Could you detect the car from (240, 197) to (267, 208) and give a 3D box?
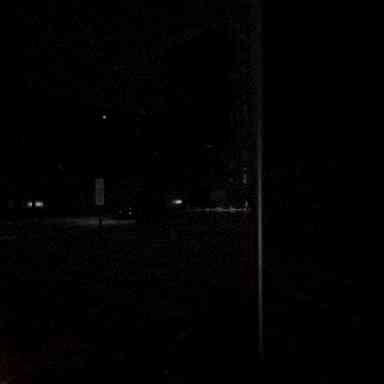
[{"bbox_3d":[9.210,1.539,49.419,2.128,1.511,4.902,0,0,36],"label":"car"}]

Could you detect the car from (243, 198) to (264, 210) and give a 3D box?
[{"bbox_3d":[8.628,1.568,43.682,1.812,1.442,4.674,0,0,35],"label":"car"}]

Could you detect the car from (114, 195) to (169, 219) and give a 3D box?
[{"bbox_3d":[-4.474,1.306,30.393,2.150,2.045,5.566,0,0,36],"label":"car"}]

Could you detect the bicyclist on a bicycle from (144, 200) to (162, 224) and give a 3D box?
[{"bbox_3d":[-2.692,1.373,22.803,1.656,1.620,0.582,-1,0,35],"label":"bicyclist on a bicycle"}]
